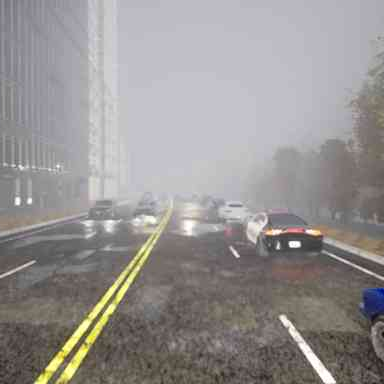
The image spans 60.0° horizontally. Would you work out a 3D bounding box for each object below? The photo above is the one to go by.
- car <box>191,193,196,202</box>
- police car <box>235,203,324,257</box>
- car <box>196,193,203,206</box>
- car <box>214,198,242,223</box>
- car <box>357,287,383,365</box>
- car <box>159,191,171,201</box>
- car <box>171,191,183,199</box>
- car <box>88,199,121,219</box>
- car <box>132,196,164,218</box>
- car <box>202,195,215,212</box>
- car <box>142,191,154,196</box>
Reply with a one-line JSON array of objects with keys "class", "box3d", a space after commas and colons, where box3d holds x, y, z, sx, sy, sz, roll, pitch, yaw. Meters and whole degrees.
[{"class": "car", "box3d": [1.470, 1.147, 56.882, 2.033, 1.411, 5.357, 0, 0, -4]}, {"class": "police car", "box3d": [3.151, 1.419, 12.692, 2.038, 1.542, 4.974, 0, 0, -1]}, {"class": "car", "box3d": [2.082, 1.185, 45.872, 2.163, 1.488, 4.792, 0, 0, -3]}, {"class": "car", "box3d": [2.923, 1.364, 23.746, 1.812, 1.442, 4.674, 0, 0, -2]}, {"class": "car", "box3d": [3.326, 1.581, 2.672, 1.895, 1.301, 4.718, 0, 0, 0]}, {"class": "car", "box3d": [-5.846, 0.969, 68.642, 1.882, 1.535, 5.008, 0, 0, -4]}, {"class": "car", "box3d": [-3.190, 0.992, 76.443, 1.994, 1.385, 4.181, 0, 0, -5]}, {"class": "car", "box3d": [-7.036, 1.327, 27.013, 1.837, 1.490, 4.892, 0, 0, -2]}, {"class": "car", "box3d": [-3.817, 1.359, 28.285, 2.033, 1.411, 5.357, 0, 0, -2]}, {"class": "car", "box3d": [2.567, 1.308, 34.797, 2.033, 1.411, 5.357, 0, 0, -2]}, {"class": "car", "box3d": [-9.085, 0.721, 68.352, 2.150, 2.045, 5.566, 0, 0, -4]}]
